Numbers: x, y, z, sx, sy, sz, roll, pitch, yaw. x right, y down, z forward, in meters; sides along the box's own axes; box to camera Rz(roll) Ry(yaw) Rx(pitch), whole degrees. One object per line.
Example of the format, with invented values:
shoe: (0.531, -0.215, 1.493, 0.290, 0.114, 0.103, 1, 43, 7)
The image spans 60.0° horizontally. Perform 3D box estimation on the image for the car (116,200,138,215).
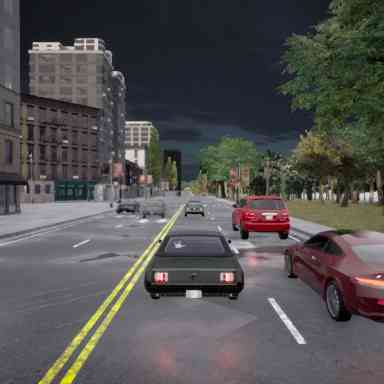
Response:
car: (-6.471, 1.531, 34.517, 2.033, 1.411, 5.357, 0, 0, 0)

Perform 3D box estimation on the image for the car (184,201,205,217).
car: (0.218, 1.533, 31.427, 2.033, 1.411, 5.357, 0, 0, 0)

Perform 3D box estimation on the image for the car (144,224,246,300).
car: (0.073, 1.599, 8.374, 1.895, 1.301, 4.718, 0, 0, 1)

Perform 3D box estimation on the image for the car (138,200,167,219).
car: (-3.241, 1.492, 29.365, 1.837, 1.490, 4.892, 0, 0, 0)

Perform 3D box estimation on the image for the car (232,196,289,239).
car: (3.406, 1.216, 17.269, 2.150, 2.045, 5.566, 0, 0, 0)

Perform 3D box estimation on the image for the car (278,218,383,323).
car: (3.374, 1.524, 7.092, 1.812, 1.442, 4.674, 0, 0, 1)
